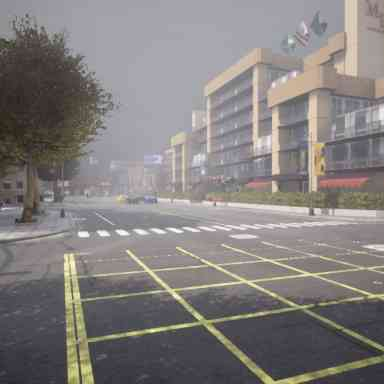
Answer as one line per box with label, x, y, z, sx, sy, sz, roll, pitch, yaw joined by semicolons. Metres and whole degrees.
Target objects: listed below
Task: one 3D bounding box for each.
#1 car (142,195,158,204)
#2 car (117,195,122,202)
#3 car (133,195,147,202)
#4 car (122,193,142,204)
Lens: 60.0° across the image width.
car;-7.917;1.477;62.987;1.882;1.535;5.008;0;0;-21
car;-14.500;1.359;70.225;1.882;1.535;5.008;0;0;-21
car;-11.243;1.382;71.504;1.837;1.490;4.892;0;0;-21
car;-11.177;1.505;61.714;1.837;1.490;4.892;0;0;-21
